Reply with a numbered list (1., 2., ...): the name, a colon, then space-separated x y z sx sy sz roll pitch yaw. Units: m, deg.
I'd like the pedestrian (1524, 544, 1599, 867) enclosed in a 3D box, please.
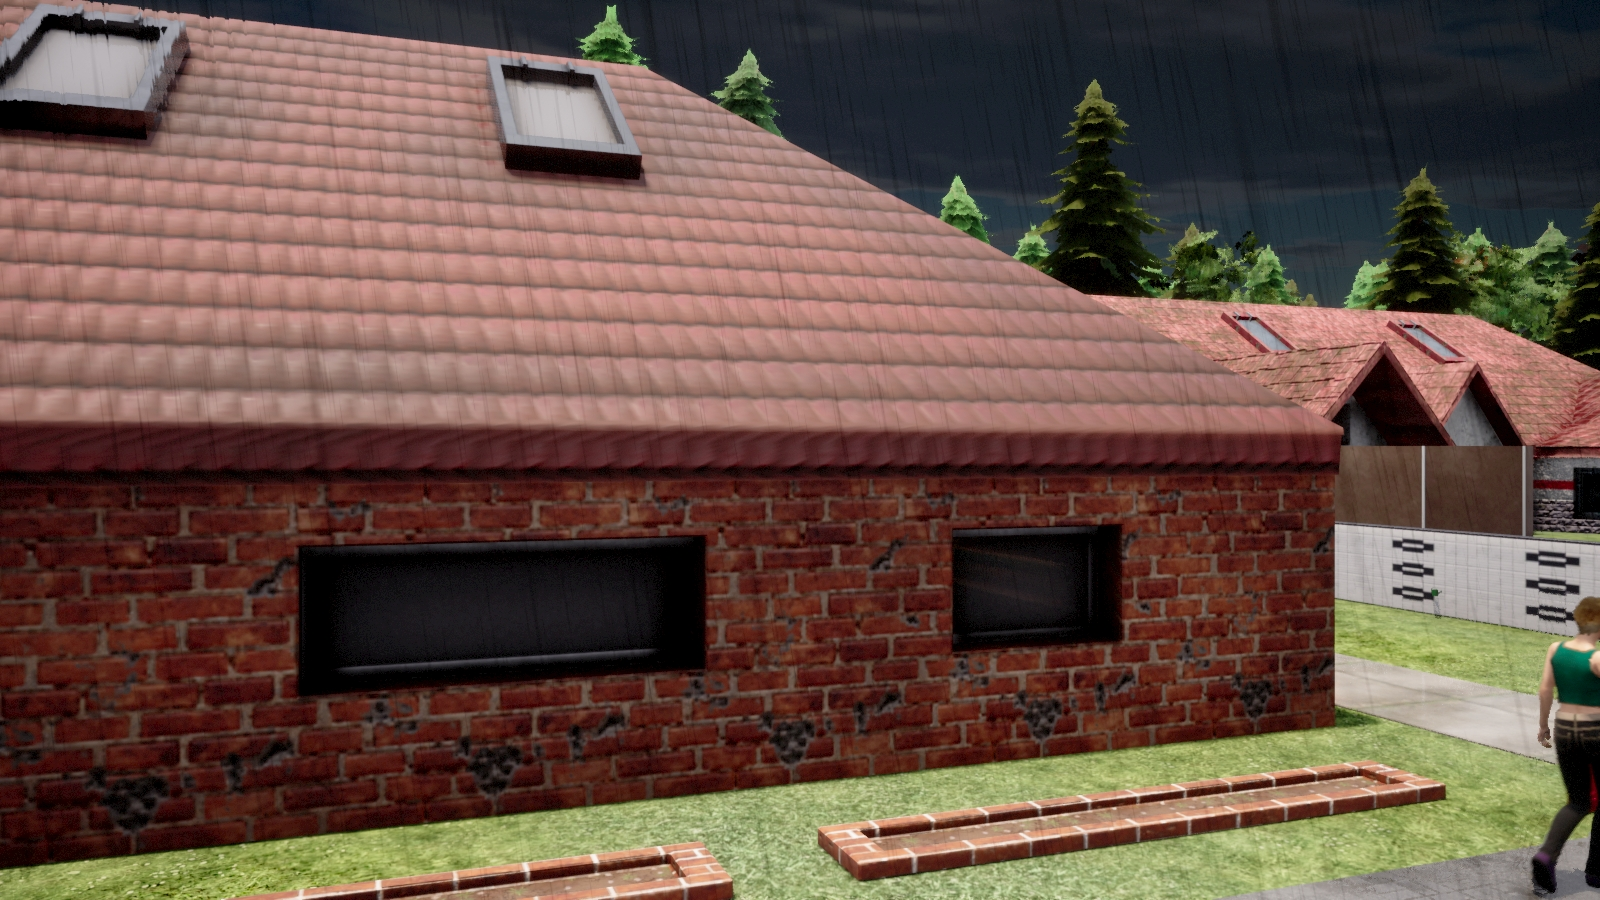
1. pedestrian: 4.731 1.524 6.971 0.375 1.860 0.375 0 0 -20
